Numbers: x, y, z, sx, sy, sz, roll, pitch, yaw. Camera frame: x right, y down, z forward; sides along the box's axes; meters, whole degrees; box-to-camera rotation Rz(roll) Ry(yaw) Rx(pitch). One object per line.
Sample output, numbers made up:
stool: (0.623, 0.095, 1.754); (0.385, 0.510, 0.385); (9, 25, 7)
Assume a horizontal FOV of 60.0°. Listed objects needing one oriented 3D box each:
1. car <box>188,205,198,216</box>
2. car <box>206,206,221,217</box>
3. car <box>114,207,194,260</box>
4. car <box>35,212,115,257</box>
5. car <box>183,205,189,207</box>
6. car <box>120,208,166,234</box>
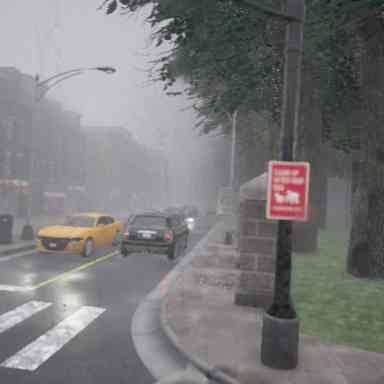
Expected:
car: (-0.399, 2.410, 43.081); (2.128, 1.511, 4.902); (3, -1, 8)
car: (3.131, 2.744, 47.500); (1.994, 1.385, 4.181); (3, -1, 8)
car: (-1.385, 1.661, 14.179); (2.097, 1.767, 4.553); (3, -1, 7)
car: (-4.455, 1.614, 13.879); (1.882, 1.535, 5.008); (3, -1, 7)
car: (-1.856, 2.212, 32.848); (1.994, 1.385, 4.181); (3, -1, 7)
car: (-3.213, 1.908, 22.995); (1.812, 1.442, 4.674); (3, -1, 8)
